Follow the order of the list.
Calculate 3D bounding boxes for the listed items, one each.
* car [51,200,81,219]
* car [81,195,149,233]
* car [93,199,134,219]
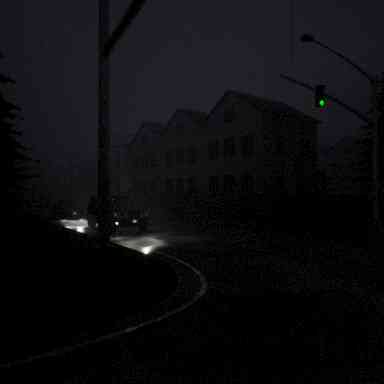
[{"bbox_3d":[-10.953,1.499,29.147,2.128,1.511,4.902,0,0,-35],"label":"car"},{"bbox_3d":[-4.661,1.224,20.145,2.150,2.045,5.566,0,0,-35],"label":"car"},{"bbox_3d":[-7.192,1.487,30.021,1.882,1.535,5.008,0,0,-35],"label":"car"}]
